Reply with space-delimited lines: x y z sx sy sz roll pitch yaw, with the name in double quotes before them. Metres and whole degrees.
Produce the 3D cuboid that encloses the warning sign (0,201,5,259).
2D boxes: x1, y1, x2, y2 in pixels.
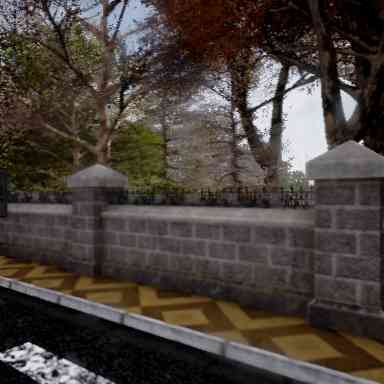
"warning sign" -6.858 1.227 10.503 1.060 1.860 1.300 -1 0 35
